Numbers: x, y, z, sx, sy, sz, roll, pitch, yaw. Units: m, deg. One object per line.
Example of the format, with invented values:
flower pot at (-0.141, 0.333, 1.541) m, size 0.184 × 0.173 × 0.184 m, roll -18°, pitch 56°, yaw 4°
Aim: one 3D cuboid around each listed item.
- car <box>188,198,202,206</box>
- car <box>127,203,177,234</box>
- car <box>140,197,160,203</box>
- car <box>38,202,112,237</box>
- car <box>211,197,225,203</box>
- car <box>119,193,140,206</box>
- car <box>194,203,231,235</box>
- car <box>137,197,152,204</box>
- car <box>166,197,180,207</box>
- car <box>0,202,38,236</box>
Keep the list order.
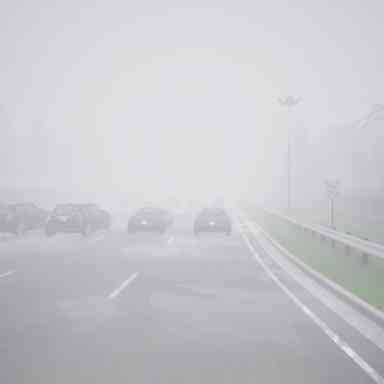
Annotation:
car at (0.575, 1.570, 52.321) m, size 1.895 × 1.301 × 4.718 m, roll 0°, pitch 0°, yaw 5°
car at (-2.293, 1.549, 19.153) m, size 1.994 × 1.385 × 4.181 m, roll 0°, pitch 0°, yaw 5°
car at (-6.397, 1.558, 52.945) m, size 1.895 × 1.301 × 4.718 m, roll 0°, pitch 0°, yaw 5°
car at (-5.918, 1.330, 17.908) m, size 2.097 × 1.767 × 4.553 m, roll 0°, pitch 0°, yaw 5°
car at (4.022, 1.467, 51.564) m, size 2.128 × 1.511 × 4.902 m, roll 0°, pitch 0°, yaw 5°
car at (-9.919, 1.172, 52.842) m, size 2.150 × 2.045 × 5.566 m, roll 0°, pitch 0°, yaw 5°
car at (1.195, 1.555, 18.874) m, size 1.994 × 1.385 × 4.181 m, roll 0°, pitch 0°, yaw 5°
car at (-8.991, 1.547, 63.221) m, size 1.895 × 1.301 × 4.718 m, roll 0°, pitch 0°, yaw 5°
car at (-2.950, 1.455, 52.188) m, size 2.128 × 1.511 × 4.902 m, roll 0°, pitch 0°, yaw 5°
car at (-9.400, 1.324, 18.262) m, size 2.097 × 1.767 × 4.553 m, roll 0°, pitch 0°, yaw 5°
